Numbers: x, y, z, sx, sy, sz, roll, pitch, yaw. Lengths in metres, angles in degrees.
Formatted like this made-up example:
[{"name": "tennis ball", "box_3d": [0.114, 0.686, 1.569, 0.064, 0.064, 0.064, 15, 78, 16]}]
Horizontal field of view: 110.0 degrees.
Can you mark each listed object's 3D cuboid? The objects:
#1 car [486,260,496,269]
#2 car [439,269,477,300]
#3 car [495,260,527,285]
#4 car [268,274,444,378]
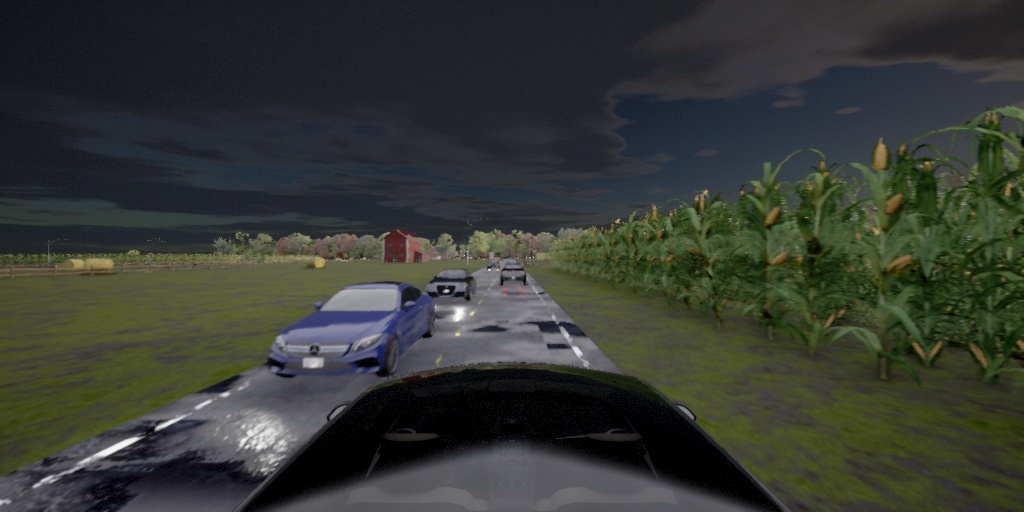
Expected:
[{"name": "car", "box_3d": [-2.827, 1.322, 55.081, 1.994, 1.385, 4.181, 0, 0, 0]}, {"name": "car", "box_3d": [-2.822, 1.314, 17.400, 1.994, 1.385, 4.181, 0, 0, 0]}, {"name": "car", "box_3d": [0.090, 1.243, 26.147, 2.128, 1.511, 4.902, 0, 0, 0]}, {"name": "car", "box_3d": [-2.847, 1.276, 7.486, 1.812, 1.442, 4.674, 0, 0, 0]}]
